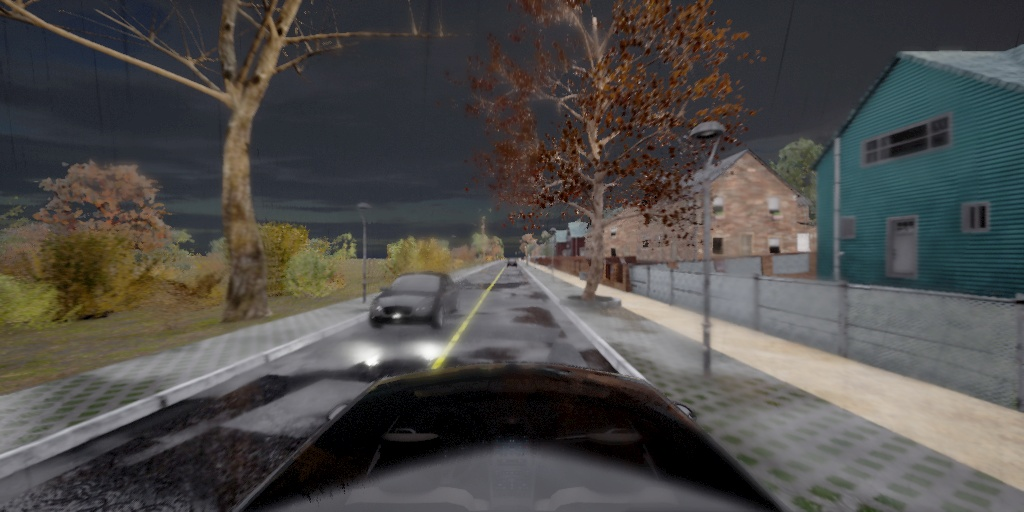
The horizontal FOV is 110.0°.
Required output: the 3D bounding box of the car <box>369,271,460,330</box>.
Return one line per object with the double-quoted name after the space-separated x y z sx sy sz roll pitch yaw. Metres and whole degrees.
-2.819 1.262 11.290 1.837 1.490 4.892 0 -1 0 "car"
